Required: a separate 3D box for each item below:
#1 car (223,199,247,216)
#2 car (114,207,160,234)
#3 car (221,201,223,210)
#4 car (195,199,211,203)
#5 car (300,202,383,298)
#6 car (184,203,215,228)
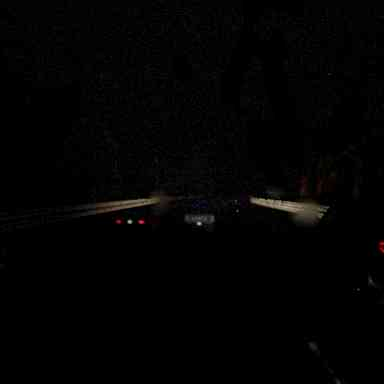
[{"bbox_3d":[4.413,1.610,33.641,1.812,1.442,4.674,0,0,3],"label":"car"},{"bbox_3d":[-3.079,1.580,19.403,2.033,1.411,5.357,0,0,2],"label":"car"},{"bbox_3d":[5.001,1.683,45.215,1.994,1.385,4.181,0,0,4],"label":"car"},{"bbox_3d":[1.307,1.620,40.097,1.812,1.442,4.674,0,0,3],"label":"car"},{"bbox_3d":[4.623,1.252,8.687,2.150,2.045,5.566,0,0,1],"label":"car"},{"bbox_3d":[0.522,1.649,22.512,1.895,1.301,4.718,0,0,2],"label":"car"}]
